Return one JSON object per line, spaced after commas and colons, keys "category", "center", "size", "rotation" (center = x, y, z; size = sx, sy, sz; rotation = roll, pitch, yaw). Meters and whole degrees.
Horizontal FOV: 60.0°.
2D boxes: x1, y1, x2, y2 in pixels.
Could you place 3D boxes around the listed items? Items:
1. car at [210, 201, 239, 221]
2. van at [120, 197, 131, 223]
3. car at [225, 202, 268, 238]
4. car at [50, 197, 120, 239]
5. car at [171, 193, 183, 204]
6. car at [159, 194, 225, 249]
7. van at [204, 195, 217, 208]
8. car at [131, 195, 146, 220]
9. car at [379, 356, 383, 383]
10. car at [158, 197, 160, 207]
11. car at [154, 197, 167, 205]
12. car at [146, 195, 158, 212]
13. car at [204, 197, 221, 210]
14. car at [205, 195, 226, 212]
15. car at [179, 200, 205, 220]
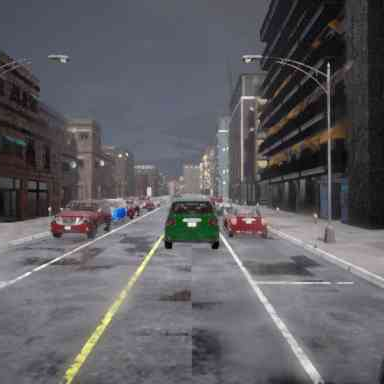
{"category": "car", "center": [2.704, 1.557, 28.526], "size": [2.008, 1.369, 4.403], "rotation": [1, 0, 0]}
{"category": "van", "center": [-5.672, 1.346, 23.126], "size": [1.690, 1.788, 3.998], "rotation": [1, 0, 0]}
{"category": "car", "center": [2.706, 1.444, 17.712], "size": [1.967, 1.590, 4.097], "rotation": [1, 0, 0]}
{"category": "car", "center": [-5.671, 1.319, 17.719], "size": [2.192, 1.841, 5.009], "rotation": [1, 0, 0]}
{"category": "car", "center": [-3.000, 1.341, 68.632], "size": [2.150, 2.045, 5.566], "rotation": [0, 0, 0]}
{"category": "car", "center": [0.000, 1.261, 14.683], "size": [2.150, 2.045, 5.566], "rotation": [0, 0, 0]}
{"category": "van", "center": [2.708, 1.351, 50.155], "size": [1.690, 1.788, 3.998], "rotation": [1, 0, 0]}
{"category": "car", "center": [-5.671, 1.321, 28.533], "size": [2.192, 1.841, 5.009], "rotation": [1, 0, 0]}
{"category": "car", "center": [2.706, 1.438, 1.490], "size": [1.967, 1.590, 4.097], "rotation": [1, 0, 0]}
{"category": "car", "center": [-5.674, 1.450, 50.163], "size": [1.967, 1.590, 4.097], "rotation": [1, 0, 0]}
{"category": "car", "center": [-5.677, 1.563, 60.976], "size": [2.008, 1.369, 4.403], "rotation": [1, 0, 0]}
{"category": "car", "center": [-5.672, 1.323, 39.348], "size": [2.192, 1.841, 5.009], "rotation": [1, 0, 0]}
{"category": "car", "center": [2.706, 1.449, 44.748], "size": [1.967, 1.590, 4.097], "rotation": [1, 0, 0]}
{"category": "car", "center": [2.708, 1.323, 39.341], "size": [2.192, 1.841, 5.009], "rotation": [1, 0, 0]}
{"category": "car", "center": [0.000, 1.503, 29.655], "size": [2.128, 1.511, 4.902], "rotation": [0, 0, 0]}
